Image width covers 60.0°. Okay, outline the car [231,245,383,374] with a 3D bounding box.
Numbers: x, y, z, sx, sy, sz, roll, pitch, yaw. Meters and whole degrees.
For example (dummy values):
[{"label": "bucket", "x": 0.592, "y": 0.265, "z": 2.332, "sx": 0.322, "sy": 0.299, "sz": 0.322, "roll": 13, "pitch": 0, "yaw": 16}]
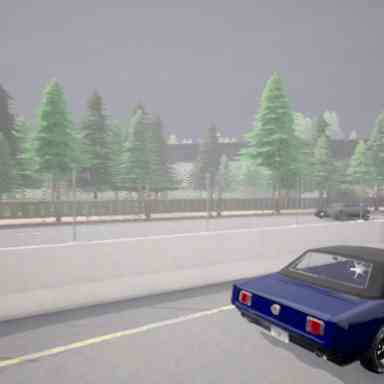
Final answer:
[{"label": "car", "x": 3.041, "y": 1.574, "z": 5.533, "sx": 4.718, "sy": 1.301, "sz": 1.895, "roll": 0, "pitch": 0, "yaw": -32}]
